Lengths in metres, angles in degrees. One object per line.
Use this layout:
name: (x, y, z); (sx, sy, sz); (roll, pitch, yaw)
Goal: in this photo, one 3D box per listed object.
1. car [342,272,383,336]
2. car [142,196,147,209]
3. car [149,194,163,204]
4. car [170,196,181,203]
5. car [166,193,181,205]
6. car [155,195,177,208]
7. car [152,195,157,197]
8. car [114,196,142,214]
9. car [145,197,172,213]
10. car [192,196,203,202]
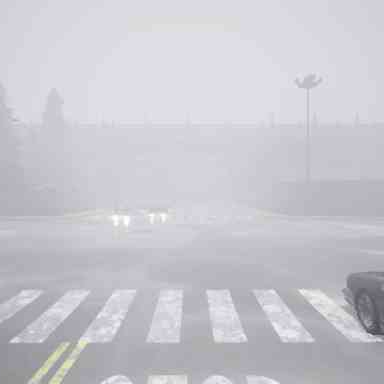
car: (3.633, 1.546, 3.610); (2.033, 1.411, 5.357); (0, 0, 1)
car: (-7.028, 1.333, 44.670); (2.097, 1.767, 4.553); (0, 0, 0)
car: (-6.936, 1.323, 64.865); (2.097, 1.767, 4.553); (0, 0, 1)
car: (-3.370, 1.496, 69.384); (1.812, 1.442, 4.674); (0, 0, 2)
car: (-3.485, 1.197, 56.155); (2.150, 2.045, 5.566); (0, 0, 1)
car: (-3.532, 1.528, 45.461); (2.033, 1.411, 5.357); (0, 0, 0)
car: (-6.977, 1.524, 54.242); (2.033, 1.411, 5.357); (0, 0, 1)
car: (-7.043, 1.476, 35.706); (2.128, 1.511, 4.902); (0, 0, 0)
car: (-3.538, 1.548, 36.226); (1.994, 1.385, 4.181); (0, 0, 0)
car: (1.259, 1.519, 77.757); (1.994, 1.385, 4.181); (0, 0, 14)
